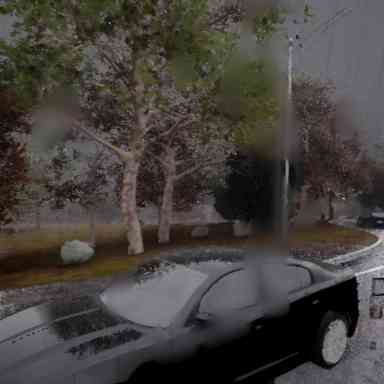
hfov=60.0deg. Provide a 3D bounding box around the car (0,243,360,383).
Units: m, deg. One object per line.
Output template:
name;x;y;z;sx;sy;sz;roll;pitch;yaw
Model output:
car;0.117;1.474;4.142;5.008;1.535;1.882;0;0;-36

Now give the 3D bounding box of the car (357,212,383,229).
car;16.492;2.493;29.807;2.033;1.411;5.357;2;-2;9
